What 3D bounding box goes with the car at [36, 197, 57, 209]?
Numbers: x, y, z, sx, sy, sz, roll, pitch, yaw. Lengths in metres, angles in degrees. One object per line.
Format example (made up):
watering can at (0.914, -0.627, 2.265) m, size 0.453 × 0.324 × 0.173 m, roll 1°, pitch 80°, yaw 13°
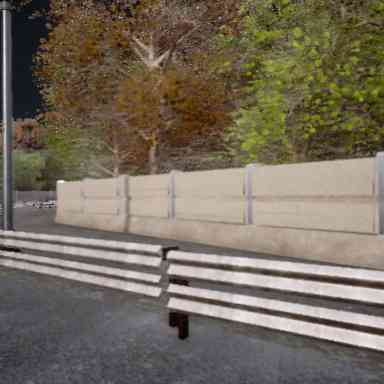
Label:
car at (-23.278, 1.771, 54.948) m, size 2.150 × 2.045 × 5.566 m, roll -1°, pitch 0°, yaw 13°
